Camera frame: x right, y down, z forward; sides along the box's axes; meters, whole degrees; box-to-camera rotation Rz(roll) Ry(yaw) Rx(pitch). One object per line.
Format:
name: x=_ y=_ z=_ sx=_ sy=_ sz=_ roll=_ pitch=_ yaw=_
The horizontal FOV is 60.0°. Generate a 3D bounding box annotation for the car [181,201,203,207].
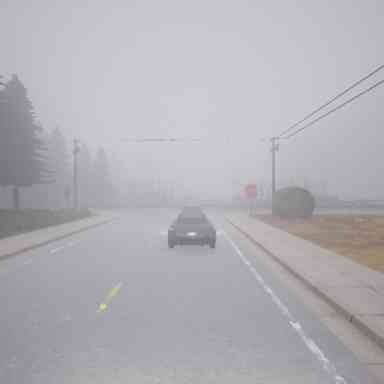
car: x=0.000 y=1.530 z=29.650 sx=1.812 sy=1.442 sz=4.674 roll=0 pitch=0 yaw=0

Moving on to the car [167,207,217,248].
car: x=0.000 y=1.569 z=14.650 sx=1.994 sy=1.385 sz=4.181 roll=0 pitch=0 yaw=0
